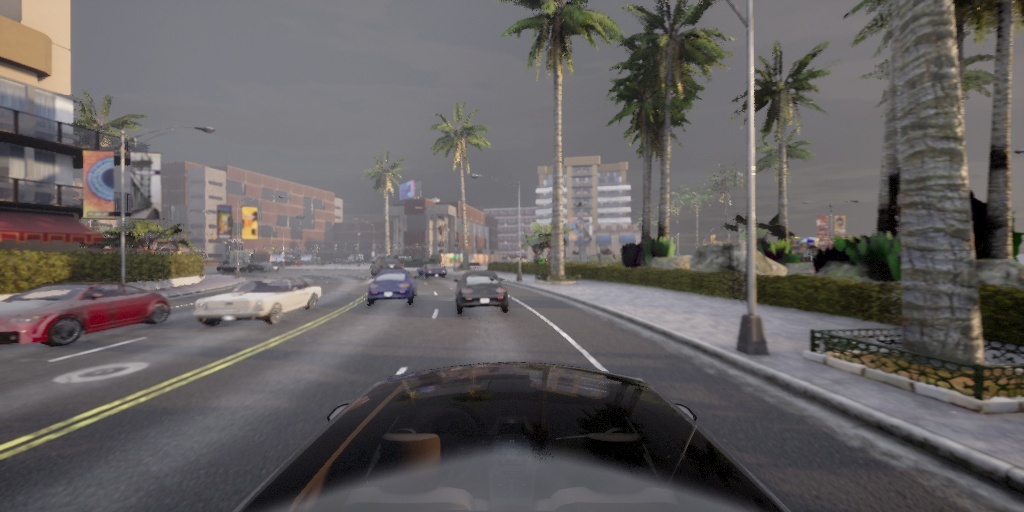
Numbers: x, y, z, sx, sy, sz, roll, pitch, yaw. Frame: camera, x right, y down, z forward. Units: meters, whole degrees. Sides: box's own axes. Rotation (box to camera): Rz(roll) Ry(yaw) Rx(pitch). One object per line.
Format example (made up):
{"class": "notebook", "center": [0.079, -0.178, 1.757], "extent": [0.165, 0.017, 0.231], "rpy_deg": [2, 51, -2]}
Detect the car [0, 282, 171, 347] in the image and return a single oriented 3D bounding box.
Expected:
{"class": "car", "center": [-11.342, 1.385, 9.296], "extent": [1.994, 1.385, 4.181], "rpy_deg": [0, 0, -8]}

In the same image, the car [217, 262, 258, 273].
{"class": "car", "center": [-35.646, 1.647, 46.294], "extent": [4.718, 1.301, 1.895], "rpy_deg": [0, 0, 21]}

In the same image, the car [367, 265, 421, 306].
{"class": "car", "center": [-5.295, 1.324, 16.233], "extent": [1.812, 1.442, 4.674], "rpy_deg": [0, 0, -12]}

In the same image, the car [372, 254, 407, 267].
{"class": "car", "center": [-12.147, 1.082, 34.628], "extent": [2.150, 2.045, 5.566], "rpy_deg": [0, 0, -29]}

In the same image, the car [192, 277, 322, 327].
{"class": "car", "center": [-8.164, 1.409, 12.046], "extent": [1.895, 1.301, 4.718], "rpy_deg": [0, 0, -10]}

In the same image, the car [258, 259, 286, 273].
{"class": "car", "center": [-34.259, 1.499, 49.511], "extent": [4.902, 1.511, 2.128], "rpy_deg": [0, 0, 23]}

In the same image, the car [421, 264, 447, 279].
{"class": "car", "center": [-7.609, 1.436, 33.538], "extent": [1.895, 1.301, 4.718], "rpy_deg": [0, 0, -26]}

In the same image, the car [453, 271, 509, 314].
{"class": "car", "center": [-1.275, 1.300, 13.990], "extent": [1.812, 1.442, 4.674], "rpy_deg": [0, 0, -10]}
